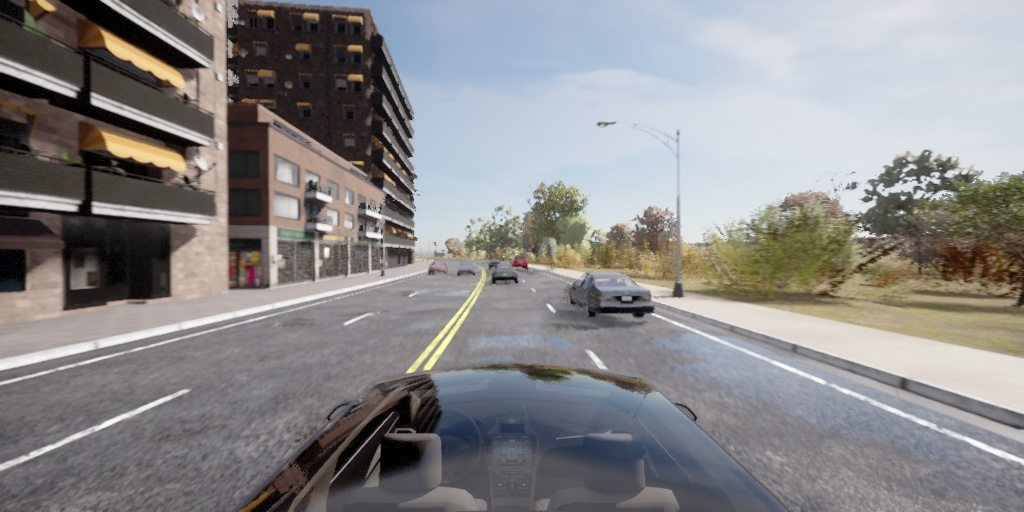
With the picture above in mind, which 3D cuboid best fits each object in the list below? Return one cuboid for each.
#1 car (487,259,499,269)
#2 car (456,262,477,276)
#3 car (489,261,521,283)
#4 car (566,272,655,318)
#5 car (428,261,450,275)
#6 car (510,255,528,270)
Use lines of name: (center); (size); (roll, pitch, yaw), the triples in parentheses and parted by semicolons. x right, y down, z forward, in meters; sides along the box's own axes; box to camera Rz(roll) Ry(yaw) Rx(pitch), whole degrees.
car: (-2.654, 1.226, 53.878); (1.837, 1.490, 4.892); (0, 0, -6)
car: (-4.603, 1.299, 36.939); (2.033, 1.411, 5.357); (0, 0, -4)
car: (-0.609, 1.306, 28.047); (1.994, 1.385, 4.181); (0, 0, -3)
car: (3.257, 1.282, 12.904); (2.033, 1.411, 5.357); (0, 0, -2)
car: (-8.051, 1.291, 39.460); (1.812, 1.442, 4.674); (0, 0, -4)
car: (0.927, 0.929, 50.986); (2.150, 2.045, 5.566); (0, 0, -6)
